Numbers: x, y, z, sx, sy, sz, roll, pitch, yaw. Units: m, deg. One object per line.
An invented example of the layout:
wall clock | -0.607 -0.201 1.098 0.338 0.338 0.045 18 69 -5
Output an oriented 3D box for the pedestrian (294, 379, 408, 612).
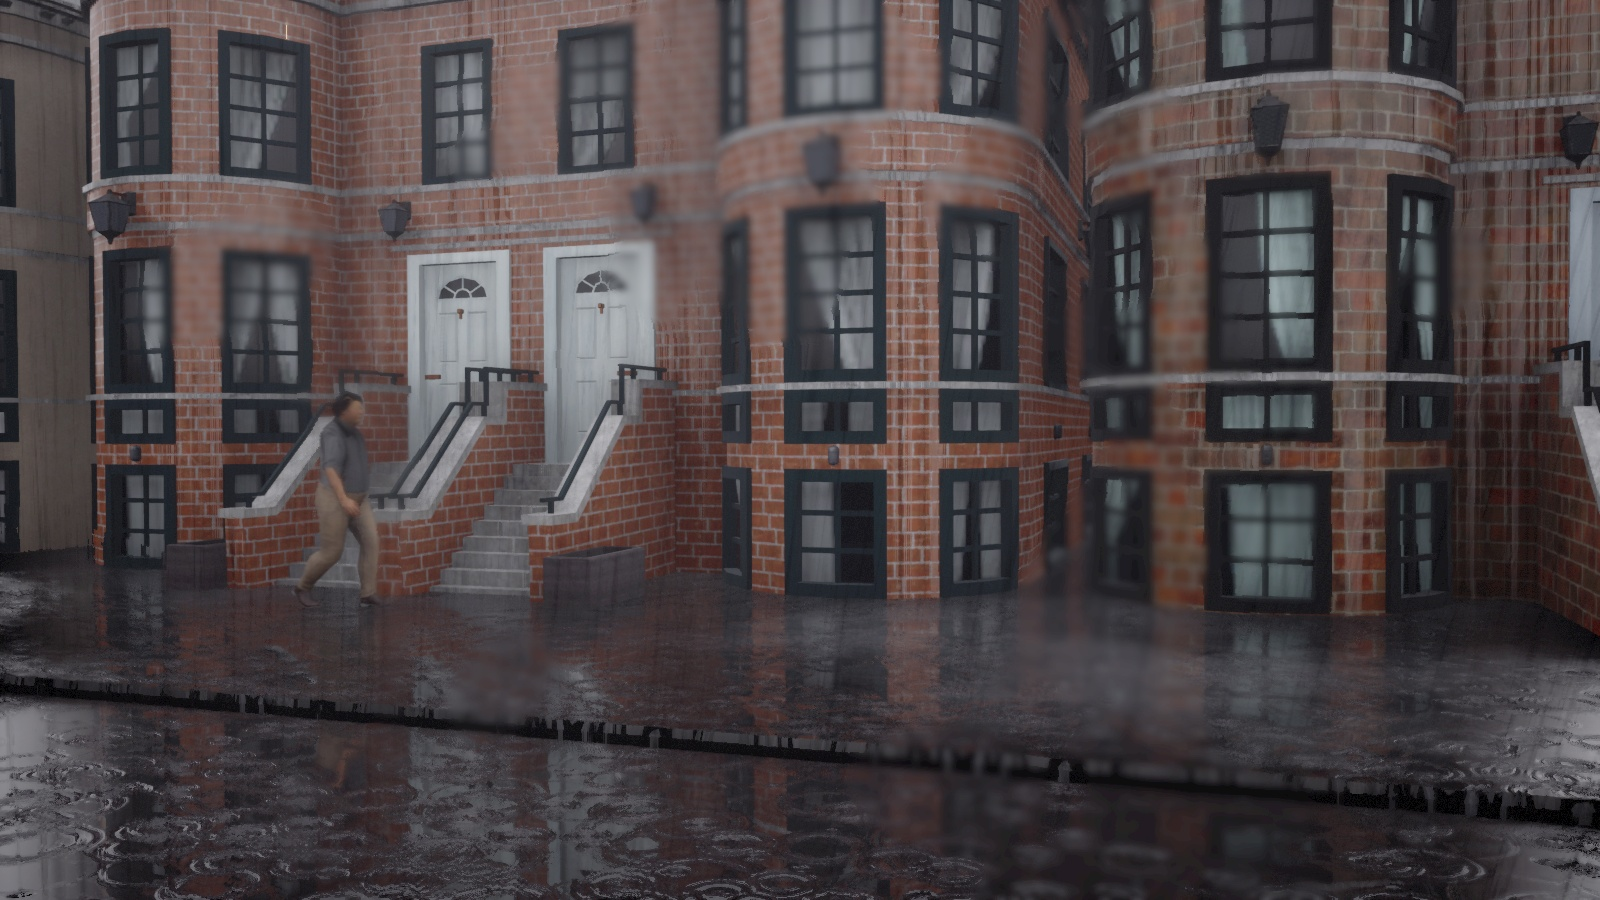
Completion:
pedestrian | -3.683 0.357 10.324 0.694 1.848 0.540 1 1 19
